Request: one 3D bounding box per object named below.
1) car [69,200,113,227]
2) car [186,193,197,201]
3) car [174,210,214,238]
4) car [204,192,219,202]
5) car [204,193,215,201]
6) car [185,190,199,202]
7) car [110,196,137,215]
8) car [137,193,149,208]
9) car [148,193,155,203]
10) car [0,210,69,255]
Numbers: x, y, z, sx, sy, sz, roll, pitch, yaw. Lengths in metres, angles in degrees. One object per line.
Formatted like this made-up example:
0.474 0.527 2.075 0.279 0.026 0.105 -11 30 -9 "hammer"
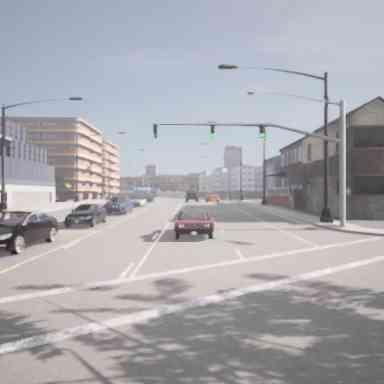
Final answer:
-7.088 1.516 22.759 1.812 1.442 4.674 0 1 0 "car"
-0.005 1.034 66.737 2.128 1.511 4.902 0 -1 0 "car"
0.101 1.618 17.709 1.895 1.301 4.718 0 0 0 "car"
3.496 0.817 56.695 2.097 1.767 4.553 0 0 0 "car"
3.495 1.028 66.738 1.882 1.535 5.008 0 -1 0 "car"
-0.004 0.686 56.339 2.150 2.045 5.566 0 0 0 "car"
-7.046 1.209 32.016 2.097 1.767 4.553 0 1 1 "car"
-7.003 1.229 42.174 1.895 1.301 4.718 0 1 0 "car"
-7.004 0.981 52.484 1.837 1.490 4.892 0 0 0 "car"
-7.099 1.508 13.505 2.128 1.511 4.902 0 0 0 "car"
